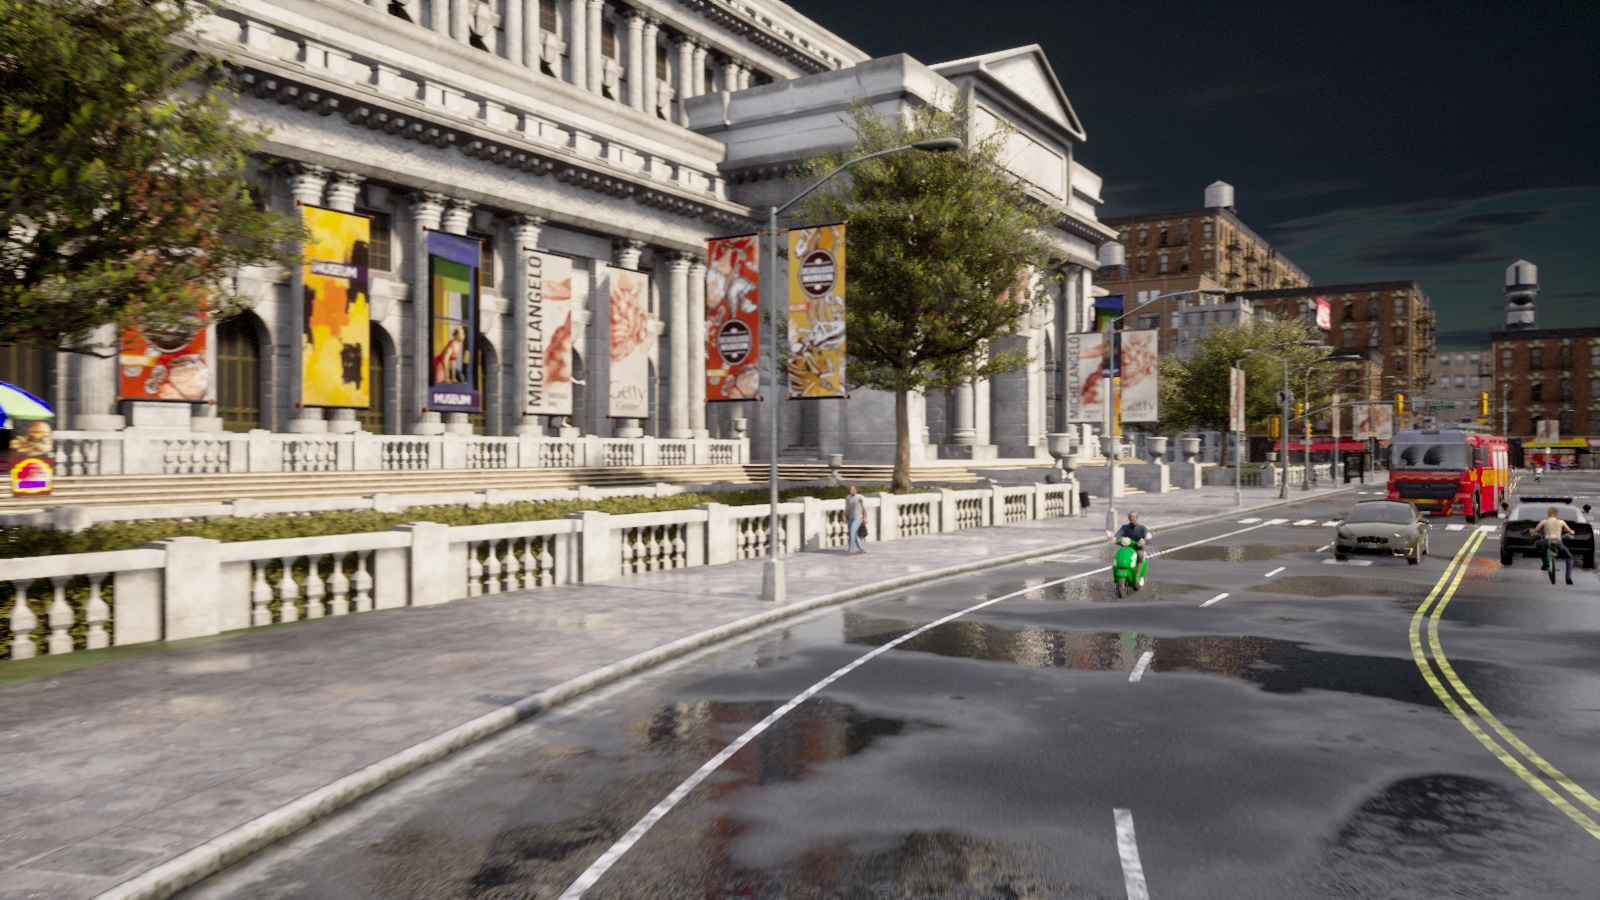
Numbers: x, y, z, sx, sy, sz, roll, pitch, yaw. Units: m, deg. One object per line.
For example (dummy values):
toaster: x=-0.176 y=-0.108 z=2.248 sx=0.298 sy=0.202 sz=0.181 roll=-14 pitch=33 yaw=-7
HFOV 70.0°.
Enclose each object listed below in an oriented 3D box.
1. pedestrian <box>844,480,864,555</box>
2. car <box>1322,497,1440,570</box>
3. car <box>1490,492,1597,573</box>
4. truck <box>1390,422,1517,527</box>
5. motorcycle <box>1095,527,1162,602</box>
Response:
pedestrian: x=1.357 y=1.697 z=28.744 sx=0.375 sy=1.860 sz=0.375 roll=0 pitch=0 yaw=36
car: x=15.069 y=2.068 z=29.492 sx=2.231 sy=1.480 sz=4.892 roll=0 pitch=0 yaw=33
car: x=18.698 y=1.991 z=28.837 sx=2.097 sy=1.638 sz=5.238 roll=0 pitch=0 yaw=32
truck: x=26.322 y=0.903 z=45.809 sx=2.891 sy=3.827 sz=8.468 roll=0 pitch=0 yaw=40
motorcycle: x=6.361 y=2.185 z=22.064 sx=0.856 sy=1.236 sz=1.805 roll=1 pitch=1 yaw=28
